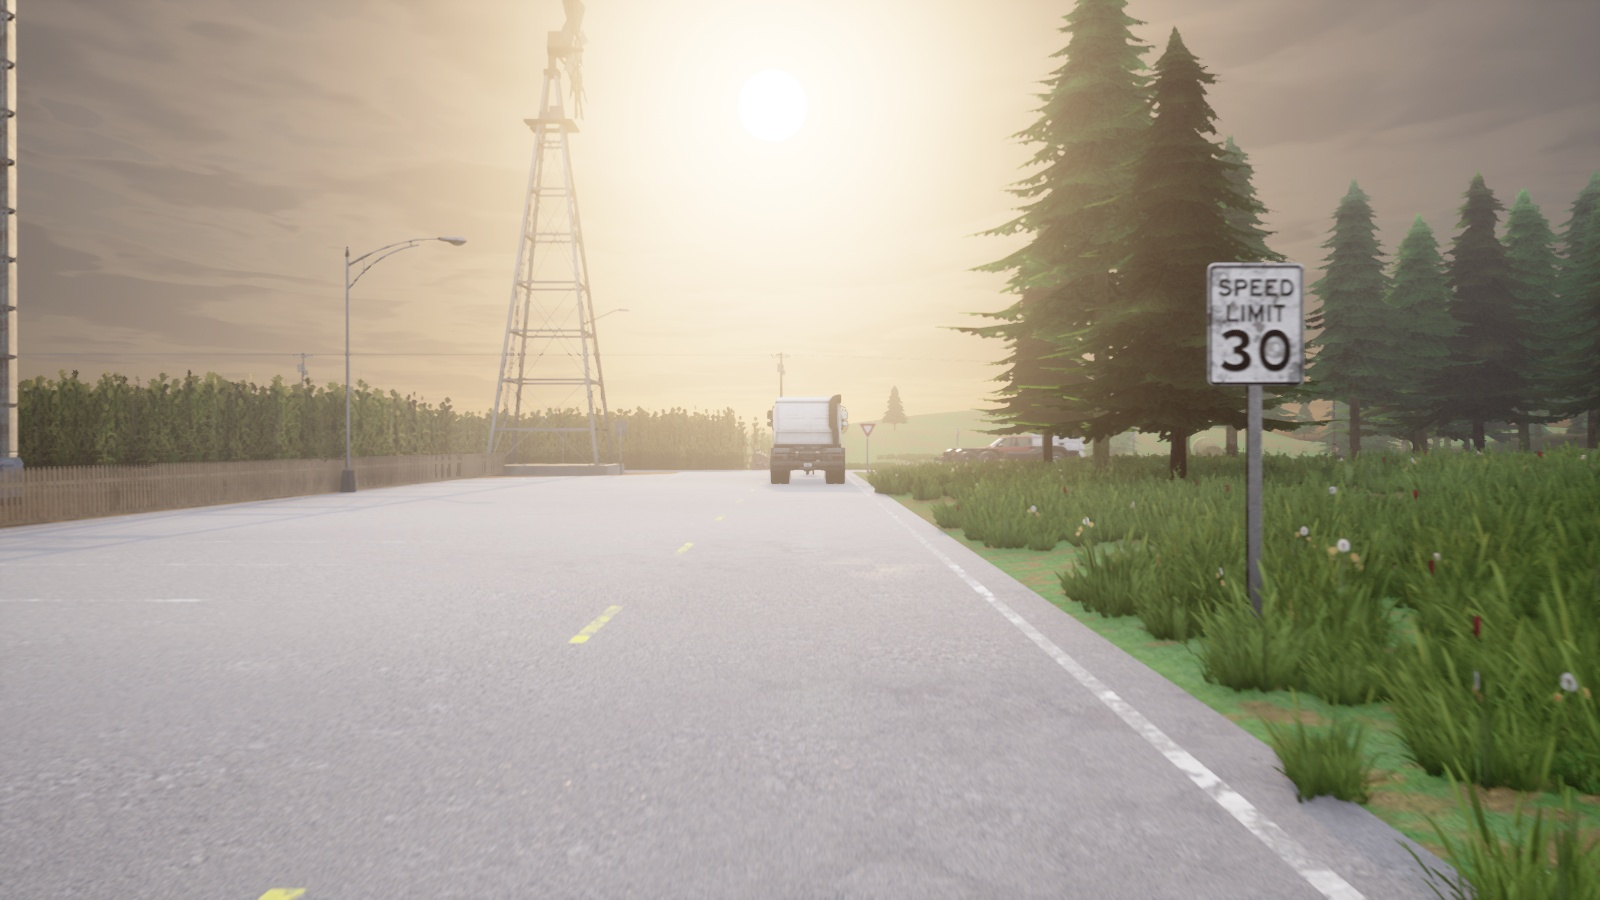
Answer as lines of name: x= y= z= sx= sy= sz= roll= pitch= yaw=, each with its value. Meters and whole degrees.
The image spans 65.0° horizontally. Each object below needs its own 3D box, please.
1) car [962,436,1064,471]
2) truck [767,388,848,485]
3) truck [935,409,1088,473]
car: x=12.449 y=0.201 z=73.612 sx=5.566 sy=2.045 sz=2.150 roll=0 pitch=0 yaw=0
truck: x=0.294 y=-0.511 z=48.886 sx=2.891 sy=3.462 sz=7.936 roll=0 pitch=0 yaw=0
truck: x=11.806 y=-0.483 z=70.363 sx=7.936 sy=3.462 sz=2.891 roll=0 pitch=0 yaw=-8
